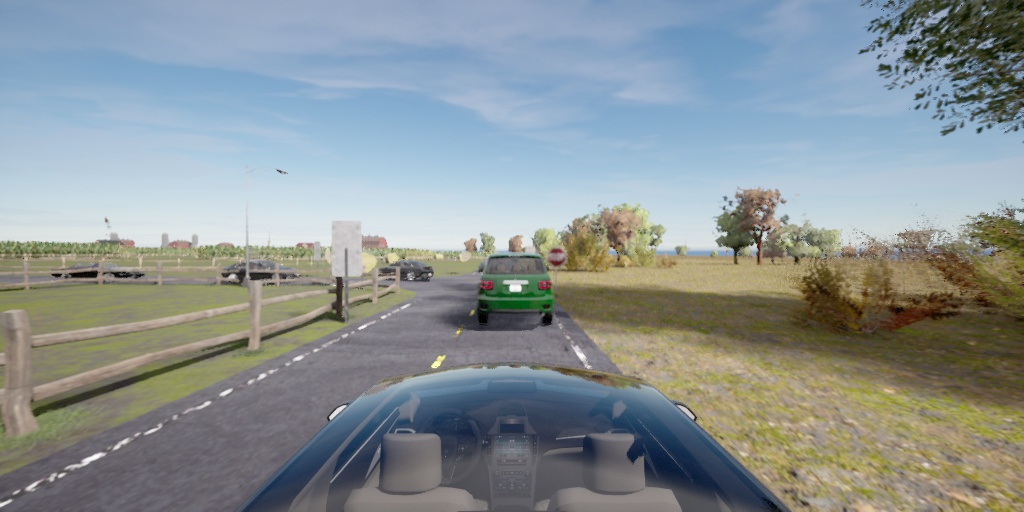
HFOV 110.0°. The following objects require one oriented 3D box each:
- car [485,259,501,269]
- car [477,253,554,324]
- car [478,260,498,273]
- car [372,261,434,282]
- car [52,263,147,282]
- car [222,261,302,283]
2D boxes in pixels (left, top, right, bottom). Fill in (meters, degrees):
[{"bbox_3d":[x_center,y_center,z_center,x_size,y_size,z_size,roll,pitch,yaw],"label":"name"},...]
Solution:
[{"bbox_3d":[-2.811,1.147,53.668,2.033,1.411,5.357,0,0,0],"label":"car"},{"bbox_3d":[0.098,0.932,11.933,2.150,2.045,5.566,0,0,0],"label":"car"},{"bbox_3d":[-2.818,1.190,42.732,1.994,1.385,4.181,0,0,2],"label":"car"},{"bbox_3d":[-8.399,1.114,27.484,4.892,1.490,1.837,1,-1,19],"label":"car"},{"bbox_3d":[-28.574,1.103,24.958,4.718,1.301,1.895,0,1,-1],"label":"car"},{"bbox_3d":[-17.395,1.083,25.071,4.892,1.490,1.837,0,1,-1],"label":"car"}]
